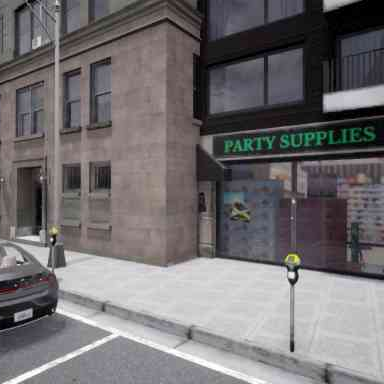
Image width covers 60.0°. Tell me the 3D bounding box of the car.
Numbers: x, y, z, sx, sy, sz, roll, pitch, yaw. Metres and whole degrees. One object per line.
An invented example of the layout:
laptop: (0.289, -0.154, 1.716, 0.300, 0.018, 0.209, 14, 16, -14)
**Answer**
car: (-4.216, 1.550, 6.090, 4.403, 1.369, 2.008, 0, 0, 36)
